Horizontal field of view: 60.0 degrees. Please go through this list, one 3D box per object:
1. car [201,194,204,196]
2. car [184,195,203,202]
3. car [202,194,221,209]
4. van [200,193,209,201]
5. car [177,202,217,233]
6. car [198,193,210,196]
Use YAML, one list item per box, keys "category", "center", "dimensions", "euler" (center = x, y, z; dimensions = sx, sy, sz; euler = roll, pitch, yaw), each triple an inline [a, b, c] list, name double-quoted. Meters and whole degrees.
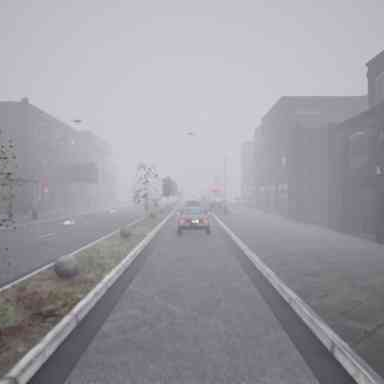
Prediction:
- category: "car"
  center: [2.994, 1.530, 53.741]
  dimensions: [2.163, 1.488, 4.792]
  euler: [0, 0, 0]
- category: "car"
  center: [0.098, 1.533, 42.673]
  dimensions: [1.837, 1.490, 4.892]
  euler: [0, 0, 0]
- category: "car"
  center: [2.994, 1.507, 48.183]
  dimensions: [2.231, 1.521, 4.892]
  euler: [0, 0, 0]
- category: "van"
  center: [2.993, 1.256, 81.312]
  dimensions: [1.878, 1.987, 4.442]
  euler: [0, 0, 0]
- category: "car"
  center: [0.093, 1.567, 19.587]
  dimensions: [2.033, 1.411, 5.357]
  euler: [0, 0, 0]
- category: "car"
  center: [2.994, 1.229, 70.181]
  dimensions: [2.435, 2.045, 5.566]
  euler: [0, 0, 0]
